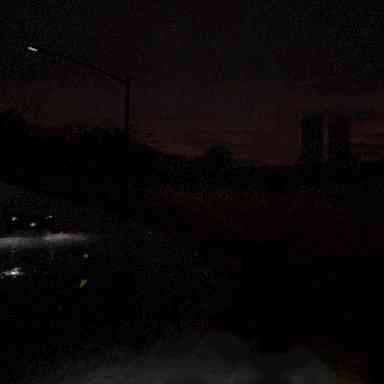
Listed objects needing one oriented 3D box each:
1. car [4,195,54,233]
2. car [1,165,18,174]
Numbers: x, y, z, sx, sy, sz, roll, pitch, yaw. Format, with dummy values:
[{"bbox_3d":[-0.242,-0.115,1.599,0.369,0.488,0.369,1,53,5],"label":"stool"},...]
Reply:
[{"bbox_3d":[-7.776,0.911,15.730,1.812,1.442,4.674,0,4,-32],"label":"car"},{"bbox_3d":[-32.915,-4.076,60.626,1.970,1.475,3.806,0,3,-20],"label":"car"}]
